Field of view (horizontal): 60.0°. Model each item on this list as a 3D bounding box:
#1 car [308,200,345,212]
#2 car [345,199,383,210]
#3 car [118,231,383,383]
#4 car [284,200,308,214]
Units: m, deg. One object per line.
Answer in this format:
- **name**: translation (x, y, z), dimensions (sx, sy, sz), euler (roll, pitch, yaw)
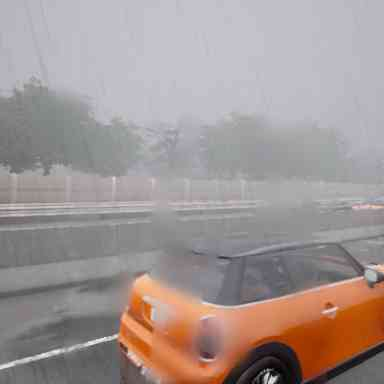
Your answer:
- **car**: translation (13.104, 1.514, 30.423), dimensions (4.892, 1.490, 1.837), euler (0, 0, -35)
- **car**: translation (15.112, 1.361, 27.555), dimensions (4.553, 1.767, 2.097), euler (0, 0, -35)
- **car**: translation (1.381, 1.354, 4.746), dimensions (4.553, 1.767, 2.097), euler (0, 0, -35)
- **car**: translation (11.697, 1.556, 33.715), dimensions (5.357, 1.411, 2.033), euler (0, 0, -35)
